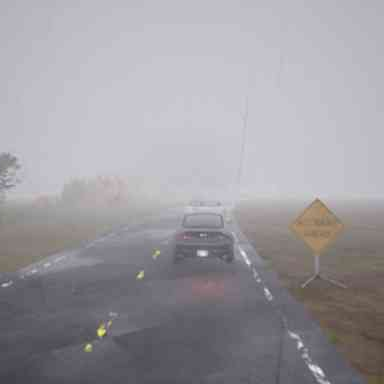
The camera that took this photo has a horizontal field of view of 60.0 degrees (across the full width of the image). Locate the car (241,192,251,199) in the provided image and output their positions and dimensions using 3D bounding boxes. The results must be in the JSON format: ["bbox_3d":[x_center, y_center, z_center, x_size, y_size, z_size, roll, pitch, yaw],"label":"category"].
[{"bbox_3d":[13.100,0.799,80.622,1.882,1.535,5.008,0,1,17],"label":"car"}]

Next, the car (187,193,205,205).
[{"bbox_3d":[0.733,0.981,45.143,2.097,1.767,4.553,0,1,9],"label":"car"}]

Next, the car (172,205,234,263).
[{"bbox_3d":[0.412,1.413,11.594,1.837,1.490,4.892,0,1,3],"label":"car"}]

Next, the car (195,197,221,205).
[{"bbox_3d":[1.563,1.380,27.338,1.895,1.301,4.718,0,0,6],"label":"car"}]

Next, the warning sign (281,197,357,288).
[{"bbox_3d":[2.775,1.058,7.415,1.300,1.860,1.060,0,0,2],"label":"warning sign"}]
